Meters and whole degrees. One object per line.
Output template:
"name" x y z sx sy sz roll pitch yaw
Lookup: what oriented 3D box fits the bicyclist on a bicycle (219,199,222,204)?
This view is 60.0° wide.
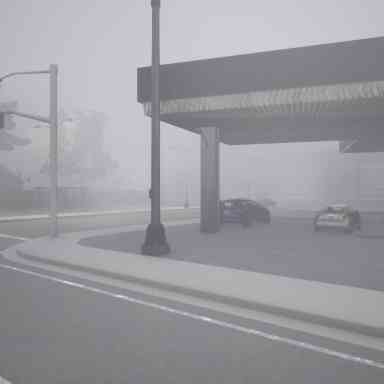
"bicyclist on a bicycle" 2.550 1.387 29.682 0.582 1.620 1.656 0 -9 -36

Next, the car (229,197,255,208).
"car" 7.530 1.505 49.816 1.837 1.490 4.892 0 0 36

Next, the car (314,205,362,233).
"car" 8.504 1.456 19.228 1.970 1.475 3.806 0 0 37

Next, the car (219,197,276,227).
"car" 3.430 1.295 22.027 2.242 1.667 4.611 0 0 37

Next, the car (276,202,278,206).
"car" 10.517 1.547 47.966 2.033 1.411 5.357 0 0 37
